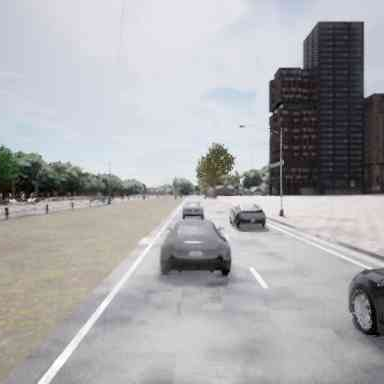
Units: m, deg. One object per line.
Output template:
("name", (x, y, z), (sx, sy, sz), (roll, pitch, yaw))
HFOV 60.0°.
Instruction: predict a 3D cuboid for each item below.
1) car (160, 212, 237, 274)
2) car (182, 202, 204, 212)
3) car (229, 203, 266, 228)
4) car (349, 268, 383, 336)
("car", (0.101, 1.570, 10.640), (1.994, 1.385, 4.181), (0, 0, 0))
("car", (0.100, 1.540, 28.602), (2.033, 1.411, 5.357), (0, 0, 0))
("car", (3.602, 1.489, 22.053), (2.128, 1.511, 4.902), (0, 0, 0))
("car", (3.601, 1.510, 3.786), (1.837, 1.490, 4.892), (0, 0, 0))
